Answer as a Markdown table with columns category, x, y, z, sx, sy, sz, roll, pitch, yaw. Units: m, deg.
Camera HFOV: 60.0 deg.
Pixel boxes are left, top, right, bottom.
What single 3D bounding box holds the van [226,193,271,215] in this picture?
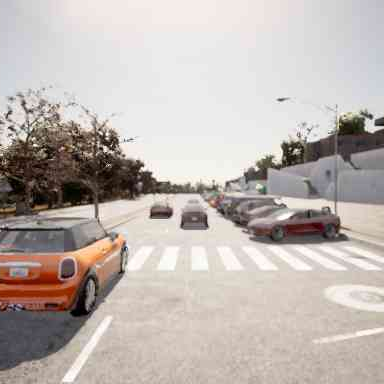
| category | x | y | z | sx | sy | sz | roll | pitch | yaw |
| --- | --- | --- | --- | --- | --- | --- | --- | --- | --- |
| van | 5.244 | 1.281 | 25.616 | 4.442 | 1.987 | 1.878 | 1 | 0 | -20 |

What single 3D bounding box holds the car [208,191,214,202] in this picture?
| category | x | y | z | sx | sy | sz | roll | pitch | yaw |
| --- | --- | --- | --- | --- | --- | --- | --- | --- | --- |
| car | 5.191 | 1.255 | 37.521 | 5.566 | 2.045 | 2.435 | 1 | 0 | -20 |

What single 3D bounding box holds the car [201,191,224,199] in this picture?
| category | x | y | z | sx | sy | sz | roll | pitch | yaw |
| --- | --- | --- | --- | --- | --- | --- | --- | --- | --- |
| car | 5.312 | 0.751 | 88.239 | 5.566 | 2.045 | 2.435 | 1 | 0 | -20 |

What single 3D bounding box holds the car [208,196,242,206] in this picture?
| category | x | y | z | sx | sy | sz | roll | pitch | yaw |
| --- | --- | --- | --- | --- | --- | --- | --- | --- | --- |
| car | 5.223 | 1.475 | 52.446 | 4.792 | 1.488 | 2.163 | 1 | 0 | -20 |

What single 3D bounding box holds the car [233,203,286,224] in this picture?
| category | x | y | z | sx | sy | sz | roll | pitch | yaw |
| --- | --- | --- | --- | --- | --- | --- | --- | --- | --- |
| car | 5.114 | 1.544 | 19.609 | 4.674 | 1.452 | 2.002 | 1 | 0 | -20 |

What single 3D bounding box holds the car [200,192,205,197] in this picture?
| category | x | y | z | sx | sy | sz | roll | pitch | yaw |
| --- | --- | --- | --- | --- | --- | --- | --- | --- | --- |
| car | 5.059 | 1.263 | 67.287 | 5.366 | 1.575 | 1.946 | 1 | 1 | -20 |

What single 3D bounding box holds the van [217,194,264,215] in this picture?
| category | x | y | z | sx | sy | sz | roll | pitch | yaw |
| --- | --- | --- | --- | --- | --- | --- | --- | --- | --- |
| van | 5.049 | 1.279 | 34.478 | 4.442 | 1.987 | 1.878 | 1 | 0 | -20 |

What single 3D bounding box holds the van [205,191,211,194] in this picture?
| category | x | y | z | sx | sy | sz | roll | pitch | yaw |
| --- | --- | --- | --- | --- | --- | --- | --- | --- | --- |
| van | 5.106 | 1.161 | 58.348 | 4.442 | 1.987 | 1.878 | 1 | 1 | -20 |

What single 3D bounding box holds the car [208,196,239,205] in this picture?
| category | x | y | z | sx | sy | sz | roll | pitch | yaw |
| --- | --- | --- | --- | --- | --- | --- | --- | --- | --- |
| car | 5.199 | 1.456 | 55.418 | 4.674 | 1.452 | 2.002 | 1 | 0 | -20 |

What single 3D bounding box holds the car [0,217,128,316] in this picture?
| category | x | y | z | sx | sy | sz | roll | pitch | yaw |
| --- | --- | --- | --- | --- | --- | --- | --- | --- | --- |
| car | -2.881 | 1.364 | 7.684 | 2.097 | 1.767 | 4.553 | 0 | 0 | 0 |

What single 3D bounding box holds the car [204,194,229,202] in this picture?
| category | x | y | z | sx | sy | sz | roll | pitch | yaw |
| --- | --- | --- | --- | --- | --- | --- | --- | --- | --- |
| car | 5.266 | 1.254 | 70.349 | 4.792 | 1.488 | 2.163 | 1 | 1 | -20 |

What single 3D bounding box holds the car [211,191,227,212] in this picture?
| category | x | y | z | sx | sy | sz | roll | pitch | yaw |
| --- | --- | --- | --- | --- | --- | --- | --- | --- | --- |
| car | 5.125 | 1.254 | 31.524 | 5.566 | 2.045 | 2.435 | 1 | 0 | -20 |

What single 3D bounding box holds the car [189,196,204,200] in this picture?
| category | x | y | z | sx | sy | sz | roll | pitch | yaw |
| --- | --- | --- | --- | --- | --- | --- | --- | --- | --- |
| car | 0.199 | 1.534 | 41.558 | 1.812 | 1.442 | 4.674 | 0 | 0 | 0 |

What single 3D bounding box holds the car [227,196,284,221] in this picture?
| category | x | y | z | sx | sy | sz | roll | pitch | yaw |
| --- | --- | --- | --- | --- | --- | --- | --- | --- | --- |
| car | 5.098 | 1.379 | 22.581 | 4.553 | 1.767 | 2.185 | 1 | 0 | -20 |

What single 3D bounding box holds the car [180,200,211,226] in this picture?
| category | x | y | z | sx | sy | sz | roll | pitch | yaw |
| --- | --- | --- | --- | --- | --- | --- | --- | --- | --- |
| car | 0.155 | 1.540 | 23.357 | 1.812 | 1.442 | 4.674 | 0 | 0 | 0 |

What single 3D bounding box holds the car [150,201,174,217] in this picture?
| category | x | y | z | sx | sy | sz | roll | pitch | yaw |
| --- | --- | --- | --- | --- | --- | --- | --- | --- | --- |
| car | -2.823 | 1.579 | 31.646 | 1.994 | 1.385 | 4.181 | 0 | 0 | 0 |

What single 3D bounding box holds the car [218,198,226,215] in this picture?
| category | x | y | z | sx | sy | sz | roll | pitch | yaw |
| --- | --- | --- | --- | --- | --- | --- | --- | --- | --- |
| car | 5.134 | 1.507 | 28.556 | 4.892 | 1.521 | 2.231 | 1 | 0 | -20 |

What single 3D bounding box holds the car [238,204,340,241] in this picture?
| category | x | y | z | sx | sy | sz | roll | pitch | yaw |
| --- | --- | --- | --- | --- | --- | --- | --- | --- | --- |
| car | 5.085 | 1.533 | 16.590 | 4.792 | 1.488 | 2.163 | 1 | 0 | -20 |

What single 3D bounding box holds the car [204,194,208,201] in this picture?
| category | x | y | z | sx | sy | sz | roll | pitch | yaw |
| --- | --- | --- | --- | --- | --- | --- | --- | --- | --- |
| car | 5.018 | 1.460 | 49.377 | 5.366 | 1.575 | 1.946 | 1 | 1 | -20 |
